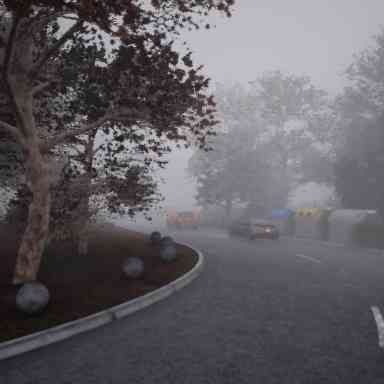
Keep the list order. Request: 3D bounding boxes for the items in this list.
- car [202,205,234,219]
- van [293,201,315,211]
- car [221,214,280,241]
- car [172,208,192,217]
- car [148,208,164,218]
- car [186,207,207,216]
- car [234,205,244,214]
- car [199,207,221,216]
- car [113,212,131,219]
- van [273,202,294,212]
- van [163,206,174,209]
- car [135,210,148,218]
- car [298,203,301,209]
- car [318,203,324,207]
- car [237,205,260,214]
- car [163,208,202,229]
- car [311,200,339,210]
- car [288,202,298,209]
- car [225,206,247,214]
[{"bbox_3d":[3.383,2.961,48.803,2.435,2.045,5.566,-1,-2,-22],"label":"car"},{"bbox_3d":[24.036,3.030,71.434,1.878,1.987,4.442,-1,-2,-22],"label":"van"},{"bbox_3d":[3.763,2.300,21.161,1.994,1.385,4.181,2,-4,-19],"label":"car"},{"bbox_3d":[-1.856,3.682,60.712,2.163,1.488,4.792,-1,-2,-22],"label":"car"},{"bbox_3d":[-7.069,3.777,58.648,2.163,1.488,4.792,-1,-2,-22],"label":"car"},{"bbox_3d":[0.797,3.598,61.626,1.946,1.575,5.366,-1,-2,-22],"label":"car"},{"bbox_3d":[5.847,2.917,49.809,2.435,2.045,5.566,-1,-2,-22],"label":"car"},{"bbox_3d":[3.318,3.562,62.860,2.097,1.535,5.008,-1,-2,-22],"label":"car"},{"bbox_3d":[-12.251,3.839,56.510,2.097,1.535,5.008,-1,-2,-22],"label":"car"},{"bbox_3d":[18.931,3.097,69.104,1.878,1.987,4.442,-1,-2,-22],"label":"van"},{"bbox_3d":[-4.514,3.478,59.794,1.878,1.987,4.442,-1,-2,-22],"label":"van"},{"bbox_3d":[-9.664,3.823,57.590,2.163,1.488,4.792,-1,-2,-22],"label":"car"},{"bbox_3d":[16.189,3.029,53.954,2.163,1.488,4.792,-1,-2,-22],"label":"car"},{"bbox_3d":[18.746,2.994,55.059,2.163,1.488,4.792,-1,-2,-22],"label":"car"},{"bbox_3d":[11.100,3.440,66.033,2.231,1.521,4.892,-1,-2,-22],"label":"car"},{"bbox_3d":[-1.097,2.820,34.277,2.097,1.767,4.553,3,-4,-20],"label":"car"},{"bbox_3d":[29.281,2.928,73.412,2.435,2.045,5.566,-1,-2,-22],"label":"car"},{"bbox_3d":[13.583,2.789,52.963,2.435,2.045,5.566,-1,-2,-22],"label":"car"},{"bbox_3d":[8.501,3.509,64.999,2.163,1.488,4.792,-1,-2,-22],"label":"car"}]
